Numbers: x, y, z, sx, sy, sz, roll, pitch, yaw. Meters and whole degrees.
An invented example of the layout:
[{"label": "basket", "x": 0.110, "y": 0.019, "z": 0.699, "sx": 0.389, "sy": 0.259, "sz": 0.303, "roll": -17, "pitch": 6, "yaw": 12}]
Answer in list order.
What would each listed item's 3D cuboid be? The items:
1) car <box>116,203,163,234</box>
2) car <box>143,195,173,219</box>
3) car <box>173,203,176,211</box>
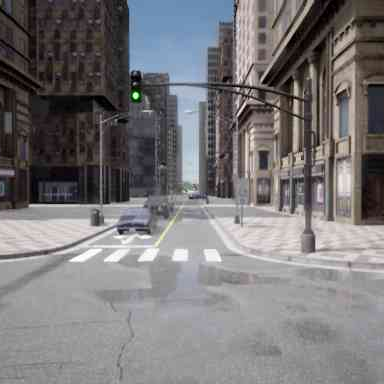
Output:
[{"label": "car", "x": -3.151, "y": 1.630, "z": 20.136, "sx": 2.033, "sy": 1.411, "sz": 5.357, "roll": 0, "pitch": 0, "yaw": 0}, {"label": "car", "x": -3.166, "y": 1.340, "z": 30.429, "sx": 2.150, "sy": 2.045, "sz": 5.566, "roll": 0, "pitch": 0, "yaw": -1}, {"label": "car", "x": -3.169, "y": 1.681, "z": 40.937, "sx": 1.812, "sy": 1.442, "sz": 4.674, "roll": 0, "pitch": 0, "yaw": 0}]
